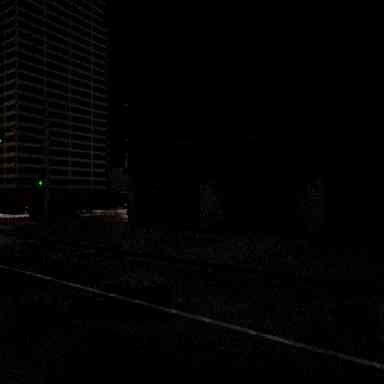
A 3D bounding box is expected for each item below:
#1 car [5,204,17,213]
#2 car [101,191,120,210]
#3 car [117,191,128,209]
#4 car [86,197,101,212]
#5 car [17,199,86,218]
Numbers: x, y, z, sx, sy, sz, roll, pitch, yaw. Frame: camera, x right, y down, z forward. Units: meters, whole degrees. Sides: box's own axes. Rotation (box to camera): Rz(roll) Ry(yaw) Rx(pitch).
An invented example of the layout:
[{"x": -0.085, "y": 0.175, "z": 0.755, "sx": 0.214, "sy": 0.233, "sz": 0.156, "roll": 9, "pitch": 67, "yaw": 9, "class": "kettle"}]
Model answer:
[{"x": -17.074, "y": 1.547, "z": 35.855, "sx": 2.033, "sy": 1.411, "sz": 5.357, "roll": 0, "pitch": 0, "yaw": 35, "class": "car"}, {"x": -10.946, "y": 1.221, "z": 44.578, "sx": 2.150, "sy": 2.045, "sz": 5.566, "roll": 0, "pitch": 0, "yaw": 35, "class": "car"}, {"x": -6.798, "y": 1.221, "z": 44.384, "sx": 2.150, "sy": 2.045, "sz": 5.566, "roll": 0, "pitch": 0, "yaw": 36, "class": "car"}, {"x": -12.762, "y": 1.491, "z": 35.904, "sx": 2.128, "sy": 1.511, "sz": 4.902, "roll": 0, "pitch": 0, "yaw": 35, "class": "car"}, {"x": -12.491, "y": 1.491, "z": 29.851, "sx": 2.128, "sy": 1.511, "sz": 4.902, "roll": 0, "pitch": 0, "yaw": 35, "class": "car"}]
